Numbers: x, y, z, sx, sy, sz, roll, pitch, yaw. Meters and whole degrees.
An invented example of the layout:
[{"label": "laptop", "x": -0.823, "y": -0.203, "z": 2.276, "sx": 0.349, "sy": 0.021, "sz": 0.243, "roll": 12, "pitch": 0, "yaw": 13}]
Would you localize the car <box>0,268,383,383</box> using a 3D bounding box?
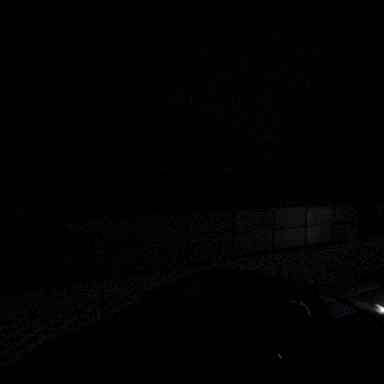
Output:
[{"label": "car", "x": 0.350, "y": 1.564, "z": 3.318, "sx": 4.181, "sy": 1.385, "sz": 1.994, "roll": 0, "pitch": 0, "yaw": -36}]
